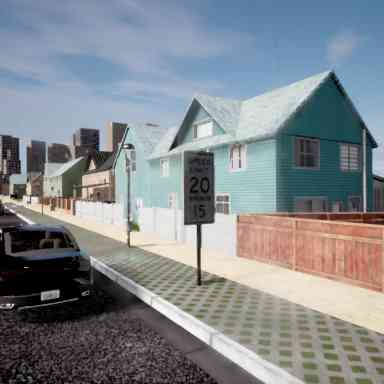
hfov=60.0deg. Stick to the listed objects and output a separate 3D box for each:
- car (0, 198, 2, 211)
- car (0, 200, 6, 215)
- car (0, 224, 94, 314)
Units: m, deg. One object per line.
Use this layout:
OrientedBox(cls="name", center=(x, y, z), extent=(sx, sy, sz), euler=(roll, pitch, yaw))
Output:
OrientedBox(cls="car", center=(-25.161, 1.508, 41.765), extent=(2.128, 1.511, 4.902), euler=(0, 0, -32))
OrientedBox(cls="car", center=(-19.598, 1.504, 33.016), extent=(2.128, 1.511, 4.902), euler=(0, 0, -31))
OrientedBox(cls="car", center=(-3.703, 1.507, 7.710), extent=(1.837, 1.490, 4.892), euler=(0, 0, -32))
